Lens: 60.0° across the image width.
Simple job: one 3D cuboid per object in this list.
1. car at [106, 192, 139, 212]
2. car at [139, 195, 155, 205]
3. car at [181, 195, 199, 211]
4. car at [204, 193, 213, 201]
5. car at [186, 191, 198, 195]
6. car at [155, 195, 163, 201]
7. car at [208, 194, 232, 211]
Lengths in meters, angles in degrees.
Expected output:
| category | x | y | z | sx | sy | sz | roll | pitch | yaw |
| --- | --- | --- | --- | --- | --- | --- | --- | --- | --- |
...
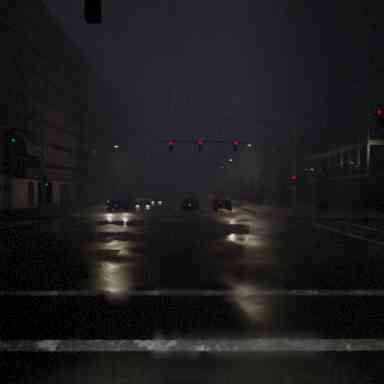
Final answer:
| category | x | y | z | sx | sy | sz | roll | pitch | yaw |
| --- | --- | --- | --- | --- | --- | --- | --- | --- | --- |
| car | -7.406 | 0.995 | 35.191 | 2.150 | 2.045 | 5.566 | 0 | 1 | 0 |
| car | -7.283 | 1.202 | 50.671 | 1.812 | 1.442 | 4.674 | 0 | 0 | 1 |
| car | -0.217 | 1.325 | 37.417 | 1.994 | 1.385 | 4.181 | 0 | 0 | 0 |
| car | 3.478 | 0.931 | 65.892 | 2.097 | 1.767 | 4.553 | 0 | 0 | 1 |
| car | -0.031 | 0.806 | 65.288 | 2.150 | 2.045 | 5.566 | 0 | 0 | 1 |
| car | -7.017 | 1.185 | 66.972 | 1.895 | 1.301 | 4.718 | 0 | 0 | 1 |
| car | 3.281 | 1.256 | 36.772 | 2.128 | 1.511 | 4.902 | 0 | 0 | 0 |
